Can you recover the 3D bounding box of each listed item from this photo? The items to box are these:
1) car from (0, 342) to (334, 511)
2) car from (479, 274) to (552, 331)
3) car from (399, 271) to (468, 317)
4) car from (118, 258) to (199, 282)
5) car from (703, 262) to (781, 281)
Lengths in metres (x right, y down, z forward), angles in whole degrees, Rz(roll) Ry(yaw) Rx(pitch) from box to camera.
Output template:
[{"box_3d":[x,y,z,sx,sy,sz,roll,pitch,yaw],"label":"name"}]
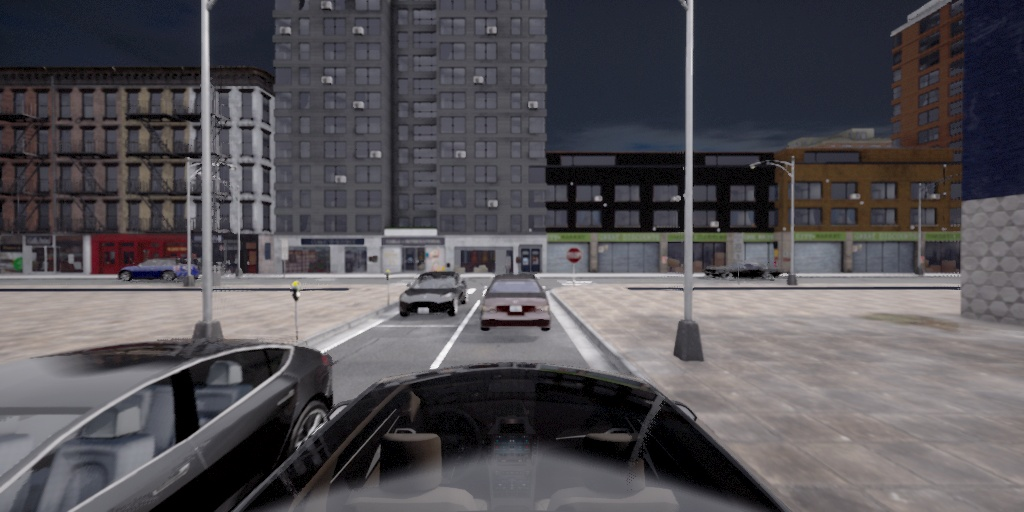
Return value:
[{"box_3d":[-2.638,1.314,1.947,1.948,1.339,4.313,0,0,0],"label":"car"},{"box_3d":[0.091,1.228,10.692,2.033,1.411,5.357,0,0,0],"label":"car"},{"box_3d":[-2.631,1.230,12.851,1.948,1.339,4.313,0,0,0],"label":"car"},{"box_3d":[-25.999,0.971,26.412,4.553,1.767,2.097,0,1,0],"label":"car"},{"box_3d":[16.833,1.117,26.377,4.718,1.301,1.895,0,1,0],"label":"car"}]
